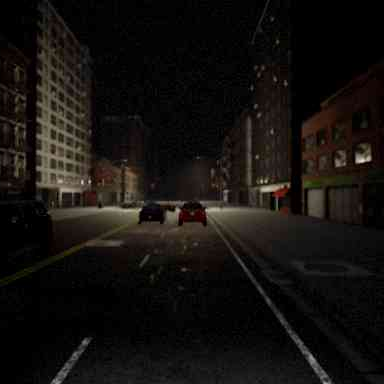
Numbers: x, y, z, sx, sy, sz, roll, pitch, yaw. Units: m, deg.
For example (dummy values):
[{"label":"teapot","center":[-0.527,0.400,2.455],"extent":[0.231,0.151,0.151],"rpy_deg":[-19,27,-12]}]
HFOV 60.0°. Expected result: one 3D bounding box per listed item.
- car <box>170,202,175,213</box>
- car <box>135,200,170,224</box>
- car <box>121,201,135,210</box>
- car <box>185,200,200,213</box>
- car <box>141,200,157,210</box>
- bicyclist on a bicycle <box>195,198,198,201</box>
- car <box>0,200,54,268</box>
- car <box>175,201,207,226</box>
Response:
[{"label":"car","center":[-3.143,2.002,43.850],"extent":[1.895,1.301,4.718],"rpy_deg":[0,-1,0]},{"label":"car","center":[-3.146,1.727,27.300],"extent":[1.882,1.535,5.008],"rpy_deg":[0,0,0]},{"label":"car","center":[-9.807,2.040,52.018],"extent":[1.994,1.385,4.181],"rpy_deg":[0,0,0]},{"label":"car","center":[0.095,1.881,44.086],"extent":[1.882,1.535,5.008],"rpy_deg":[0,0,0]},{"label":"car","center":[-6.562,1.974,51.185],"extent":[1.837,1.490,4.892],"rpy_deg":[0,-1,0]},{"label":"bicyclist on a bicycle","center":[0.907,1.957,63.993],"extent":[0.659,1.776,1.843],"rpy_deg":[0,0,0]},{"label":"car","center":[-6.588,1.324,11.099],"extent":[2.150,2.045,5.566],"rpy_deg":[0,-1,0]},{"label":"car","center":[0.055,1.589,25.989],"extent":[2.097,1.767,4.553],"rpy_deg":[0,-1,0]}]
